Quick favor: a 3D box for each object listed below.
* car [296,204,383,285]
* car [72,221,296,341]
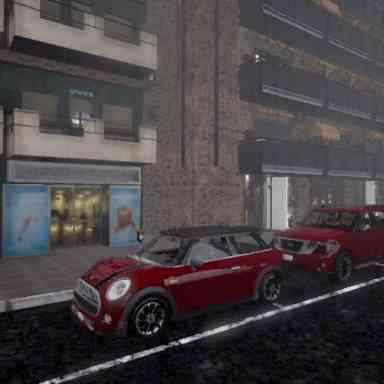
[{"bbox_3d":[4.439,1.314,9.724,5.009,1.841,2.192,0,0,-35],"label":"car"},{"bbox_3d":[-0.150,1.439,6.452,4.097,1.590,1.967,0,0,-36],"label":"car"}]
